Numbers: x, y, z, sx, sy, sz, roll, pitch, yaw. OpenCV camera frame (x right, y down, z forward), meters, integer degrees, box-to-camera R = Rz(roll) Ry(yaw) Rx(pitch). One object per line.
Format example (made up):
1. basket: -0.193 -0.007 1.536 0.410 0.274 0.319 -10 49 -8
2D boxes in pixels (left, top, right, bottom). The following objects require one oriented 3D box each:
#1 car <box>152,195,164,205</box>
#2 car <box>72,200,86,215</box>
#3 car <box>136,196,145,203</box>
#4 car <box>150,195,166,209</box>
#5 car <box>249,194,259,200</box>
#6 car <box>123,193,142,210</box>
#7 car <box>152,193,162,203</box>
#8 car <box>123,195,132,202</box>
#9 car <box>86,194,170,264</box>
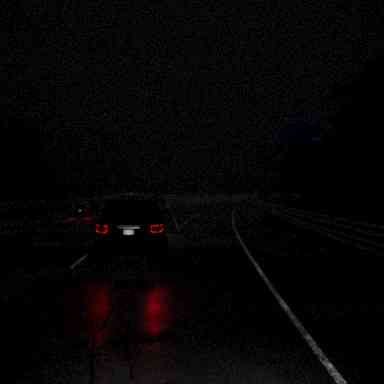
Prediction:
1. car: -6.066 1.421 59.359 2.097 1.767 4.553 0 0 -6
2. car: -10.501 1.504 32.915 1.812 1.442 4.674 0 0 -5
3. car: -11.238 1.625 73.256 1.837 1.490 4.892 0 0 -7
4. car: -4.856 1.378 47.572 2.097 1.767 4.553 0 0 -5
5. car: 16.545 1.316 88.652 1.812 1.442 4.674 0 0 24
6. car: -8.043 1.234 45.315 2.150 2.045 5.566 0 0 -5
7. car: -7.978 1.365 75.337 2.150 2.045 5.566 0 0 -8
8. car: -16.011 1.524 82.513 2.097 1.767 4.553 0 0 -8
9. car: -1.976 1.215 11.972 2.150 2.045 5.566 0 0 -4
